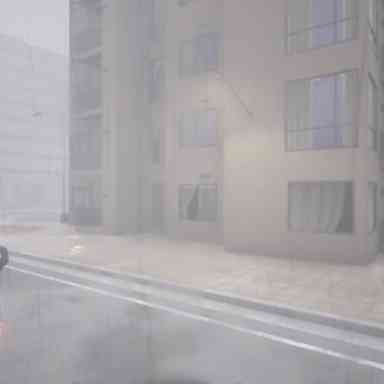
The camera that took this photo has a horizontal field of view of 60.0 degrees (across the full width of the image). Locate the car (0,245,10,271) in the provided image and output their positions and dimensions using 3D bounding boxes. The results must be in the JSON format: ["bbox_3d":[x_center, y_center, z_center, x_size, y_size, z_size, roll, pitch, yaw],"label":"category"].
[{"bbox_3d":[-6.935,1.585,8.906,4.718,1.301,1.895,0,0,36],"label":"car"}]
